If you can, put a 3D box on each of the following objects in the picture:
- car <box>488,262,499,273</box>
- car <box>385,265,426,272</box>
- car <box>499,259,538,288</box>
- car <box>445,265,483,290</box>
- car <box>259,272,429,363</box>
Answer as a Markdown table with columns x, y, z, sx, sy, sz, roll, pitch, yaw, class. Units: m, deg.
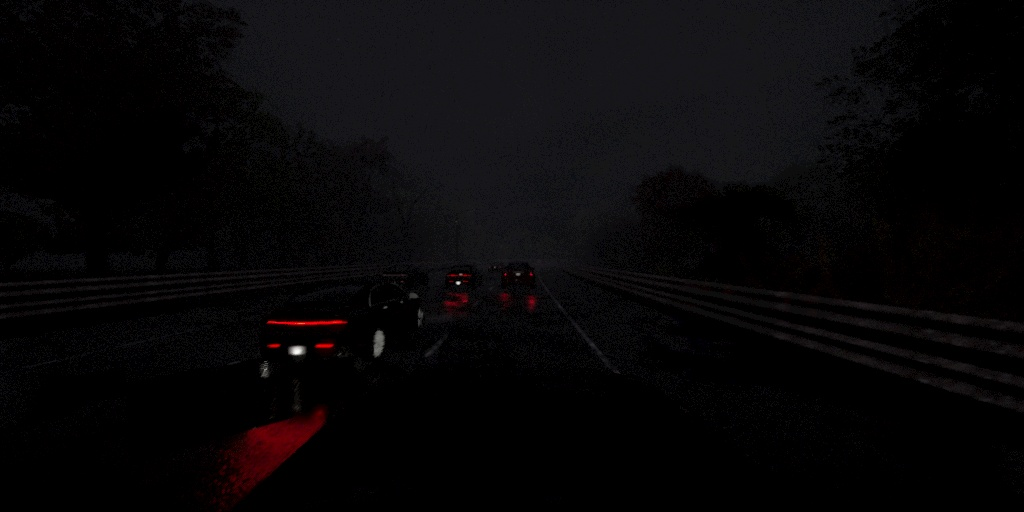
| x | y | z | sx | sy | sz | roll | pitch | yaw | class |
| --- | --- | --- | --- | --- | --- | --- | --- | --- | --- |
| -1.921 | 1.460 | 46.415 | 2.033 | 1.411 | 5.357 | 0 | 0 | 4 | car |
| -6.601 | 1.302 | 22.431 | 2.128 | 1.511 | 4.902 | 0 | 0 | 2 | car |
| 0.470 | 1.181 | 24.422 | 2.097 | 1.767 | 4.553 | 0 | 0 | 2 | car |
| -3.064 | 1.327 | 23.462 | 1.837 | 1.490 | 4.892 | 0 | 0 | 2 | car |
| -3.409 | 1.272 | 8.172 | 1.837 | 1.490 | 4.892 | 0 | 0 | 1 | car |
